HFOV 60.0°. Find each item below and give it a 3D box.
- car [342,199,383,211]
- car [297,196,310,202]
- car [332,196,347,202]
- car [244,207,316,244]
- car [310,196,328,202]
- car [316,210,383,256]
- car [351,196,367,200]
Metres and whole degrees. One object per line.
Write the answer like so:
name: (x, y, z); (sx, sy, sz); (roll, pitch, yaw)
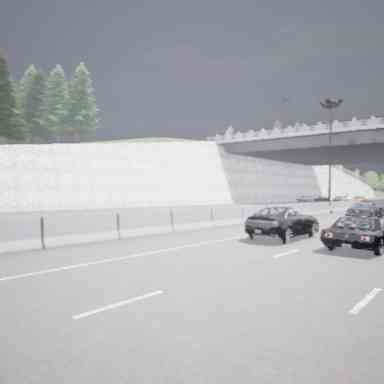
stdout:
car: (14.029, 1.565, 26.796); (2.033, 1.411, 5.357); (1, 1, 41)
car: (23.706, 1.471, 69.808); (1.895, 1.301, 4.718); (1, 0, 41)
car: (29.004, 1.501, 65.232); (1.812, 1.442, 4.674); (1, 0, 41)
car: (4.364, 1.447, 15.721); (2.128, 1.511, 4.902); (1, 1, 41)
car: (26.345, 1.521, 67.509); (1.895, 1.301, 4.718); (1, 0, 41)
car: (6.876, 1.605, 13.283); (1.895, 1.301, 4.718); (1, 1, 41)
car: (31.643, 1.505, 62.933); (1.882, 1.535, 5.008); (1, 0, 41)
